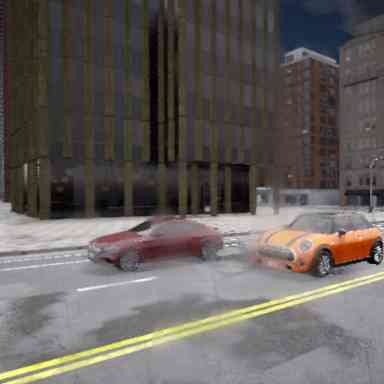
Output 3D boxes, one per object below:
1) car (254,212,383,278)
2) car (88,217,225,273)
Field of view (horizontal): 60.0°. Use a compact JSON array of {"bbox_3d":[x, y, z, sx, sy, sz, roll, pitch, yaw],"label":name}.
[{"bbox_3d":[4.097,1.456,10.605,4.553,1.767,2.097,1,0,-36],"label":"car"},{"bbox_3d":[-1.003,1.585,10.956,4.674,1.442,1.812,1,0,-36],"label":"car"}]
